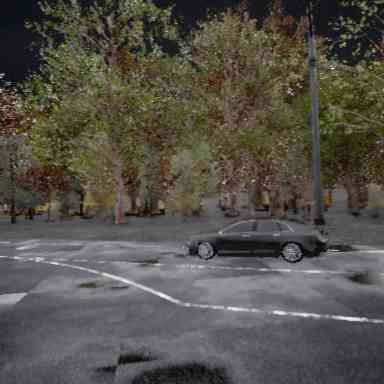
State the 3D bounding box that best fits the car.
[{"bbox_3d":[2.159,1.623,11.710,4.892,1.490,1.837,-3,-1,22],"label":"car"}]
